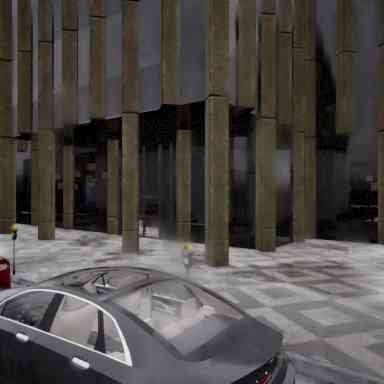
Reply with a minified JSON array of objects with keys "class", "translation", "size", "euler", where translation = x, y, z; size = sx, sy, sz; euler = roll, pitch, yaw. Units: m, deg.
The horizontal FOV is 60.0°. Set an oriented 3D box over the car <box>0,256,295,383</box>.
[{"class":"car","translation":[-1.120,1.551,3.767],"size":[4.403,1.369,2.008],"euler":[0,0,36]}]
